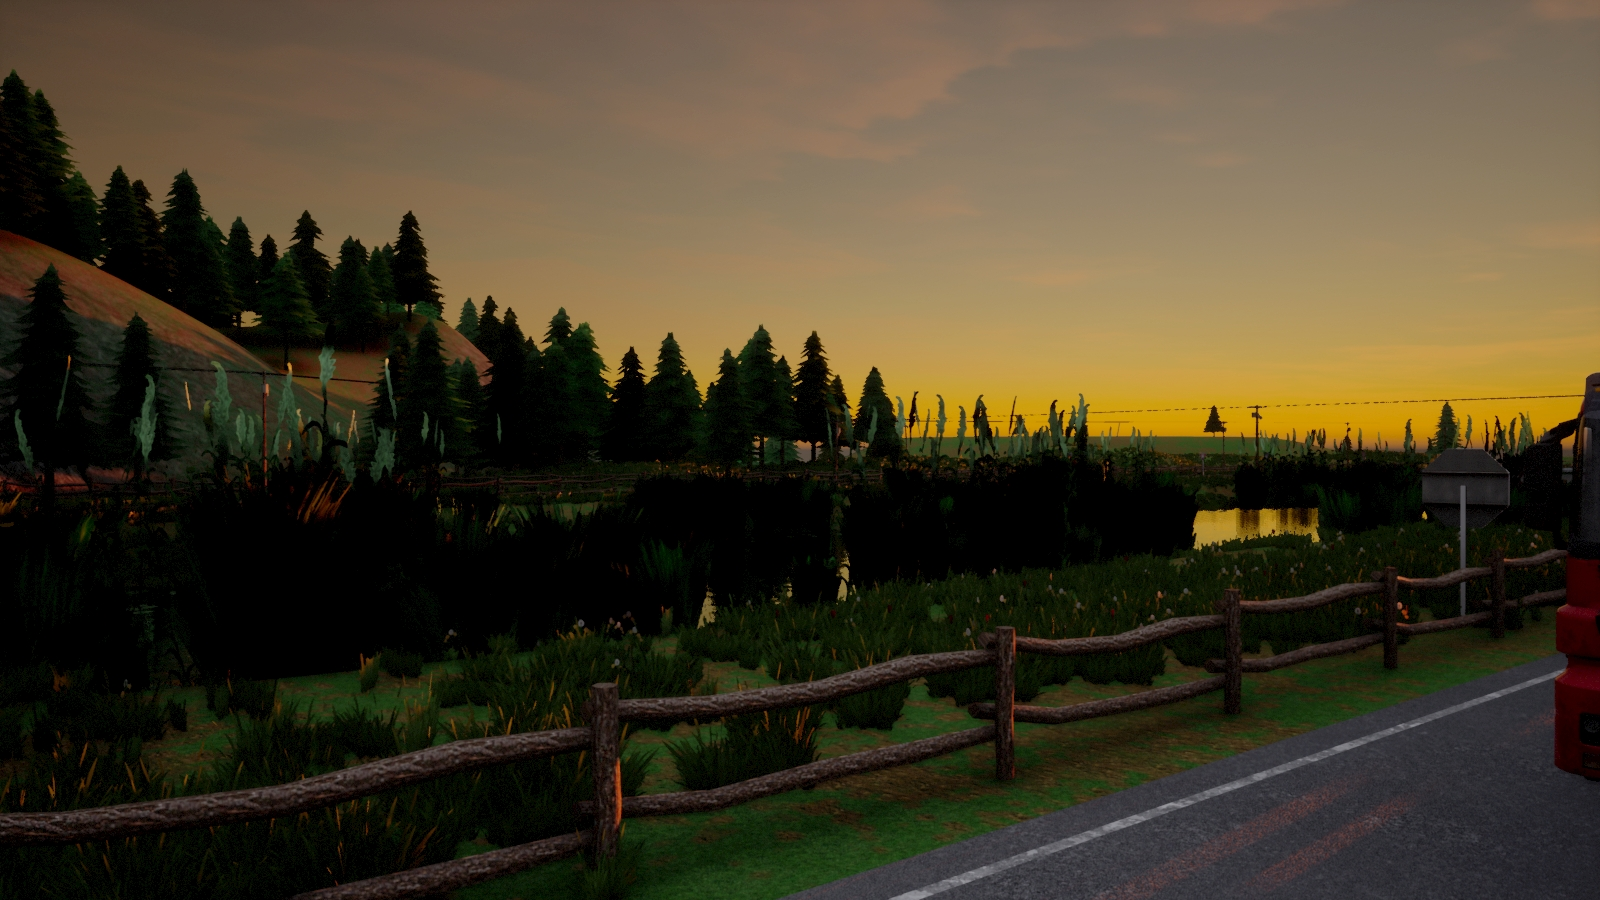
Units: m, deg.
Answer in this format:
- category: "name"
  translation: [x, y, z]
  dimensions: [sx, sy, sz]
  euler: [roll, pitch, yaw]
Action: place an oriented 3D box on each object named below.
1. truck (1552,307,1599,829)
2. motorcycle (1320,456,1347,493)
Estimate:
- category: "truck"
  translation: [9.436, 0.862, 10.926]
  dimensions: [2.891, 3.827, 8.468]
  euler: [0, 0, 39]
- category: "motorcycle"
  translation: [34.806, 1.576, 74.501]
  dimensions: [2.033, 2.348, 0.803]
  euler: [0, 0, -39]
